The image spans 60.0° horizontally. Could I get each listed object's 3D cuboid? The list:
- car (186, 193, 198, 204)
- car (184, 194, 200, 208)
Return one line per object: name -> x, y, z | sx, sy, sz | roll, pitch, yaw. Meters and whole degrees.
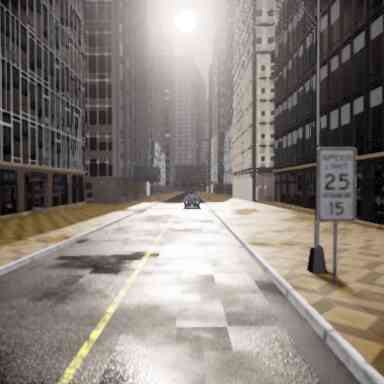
car -> 0.000, 0.969, 49.246 | 1.812, 1.442, 4.674 | 0, 1, 0
car -> -0.002, 1.160, 38.924 | 1.895, 1.301, 4.718 | 0, 1, 0
